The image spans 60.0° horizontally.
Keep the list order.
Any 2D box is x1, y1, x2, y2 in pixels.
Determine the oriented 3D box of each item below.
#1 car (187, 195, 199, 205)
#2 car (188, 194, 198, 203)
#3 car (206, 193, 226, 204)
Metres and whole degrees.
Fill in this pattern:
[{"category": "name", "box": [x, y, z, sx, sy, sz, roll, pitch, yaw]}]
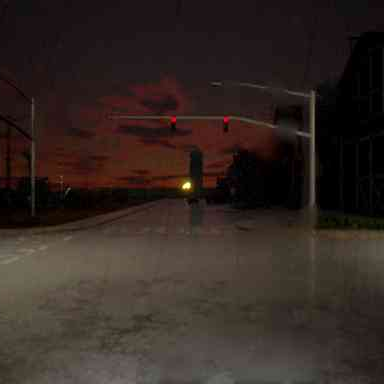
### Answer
[{"category": "car", "box": [0.194, 1.491, 57.563, 2.033, 1.411, 5.357, 0, -1, 1]}, {"category": "car", "box": [0.179, 1.347, 67.303, 2.097, 1.767, 4.553, 0, 0, 0]}, {"category": "car", "box": [4.321, 1.140, 59.865, 1.905, 1.878, 3.866, -8, 3, -42]}]
